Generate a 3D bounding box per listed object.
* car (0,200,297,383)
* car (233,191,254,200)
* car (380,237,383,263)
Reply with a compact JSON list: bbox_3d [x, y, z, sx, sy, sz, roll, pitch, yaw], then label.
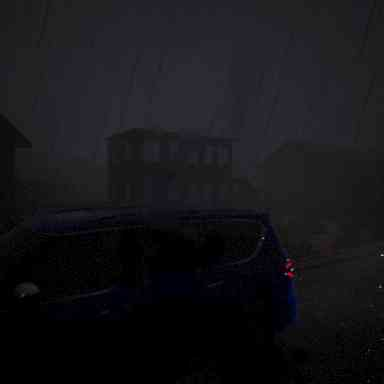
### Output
[{"bbox_3d":[-1.172,1.219,3.771,5.566,2.045,2.150,0,0,-36],"label":"car"},{"bbox_3d":[3.229,0.891,25.898,3.866,1.878,1.905,0,0,-36],"label":"car"},{"bbox_3d":[7.505,1.435,9.973,4.902,1.511,2.128,0,0,-35],"label":"car"}]
